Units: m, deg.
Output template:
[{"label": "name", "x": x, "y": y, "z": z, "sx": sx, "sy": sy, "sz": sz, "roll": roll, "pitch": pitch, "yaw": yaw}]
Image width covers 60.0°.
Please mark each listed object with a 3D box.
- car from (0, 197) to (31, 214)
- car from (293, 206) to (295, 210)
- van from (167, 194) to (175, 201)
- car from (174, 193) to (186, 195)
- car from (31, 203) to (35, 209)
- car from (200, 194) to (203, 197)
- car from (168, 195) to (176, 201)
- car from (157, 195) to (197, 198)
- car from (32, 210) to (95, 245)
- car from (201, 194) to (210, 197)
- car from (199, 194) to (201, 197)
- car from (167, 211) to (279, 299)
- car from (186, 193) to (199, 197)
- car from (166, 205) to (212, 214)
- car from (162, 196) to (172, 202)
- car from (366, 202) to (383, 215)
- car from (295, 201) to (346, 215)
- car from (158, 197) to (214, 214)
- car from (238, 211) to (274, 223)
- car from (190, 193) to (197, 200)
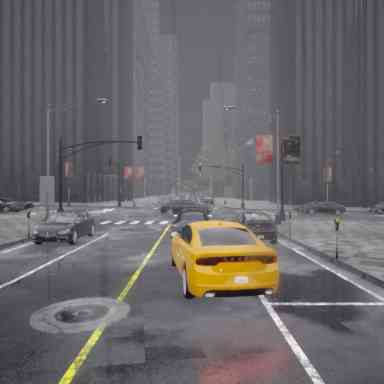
[{"label": "car", "x": -18.155, "y": 1.204, "z": 30.953, "sx": 4.892, "sy": 1.490, "sz": 1.837, "roll": 2, "pitch": 0, "yaw": 0}, {"label": "car", "x": 14.867, "y": 1.844, "z": 40.836, "sx": 4.674, "sy": 1.442, "sz": 1.812, "roll": 1, "pitch": 0, "yaw": 2}, {"label": "van", "x": -5.406, "y": 1.377, "z": 85.257, "sx": 1.690, "sy": 1.788, "sz": 3.998, "roll": 0, "pitch": 0, "yaw": 0}, {"label": "car", "x": -2.852, "y": 1.515, "z": 64.859, "sx": 2.128, "sy": 1.511, "sz": 4.902, "roll": 0, "pitch": 0, "yaw": 1}, {"label": "car", "x": -18.829, "y": 1.298, "z": 34.204, "sx": 4.718, "sy": 1.301, "sz": 1.895, "roll": 1, "pitch": 0, "yaw": 0}, {"label": "car", "x": 2.942, "y": 1.548, "z": 63.310, "sx": 1.752, "sy": 1.417, "sz": 4.829, "roll": 0, "pitch": 0, "yaw": 0}, {"label": "car", "x": -5.362, "y": 1.584, "z": 90.769, "sx": 1.887, "sy": 1.381, "sz": 4.507, "roll": 0, "pitch": 0, "yaw": 0}, {"label": "car", "x": -1.820, "y": 1.495, "z": 40.950, "sx": 1.882, "sy": 1.535, "sz": 5.008, "roll": 2, "pitch": 1, "yaw": 30}, {"label": "car", "x": -5.776, "y": 1.553, "z": 15.439, "sx": 2.008, "sy": 1.369, "sz": 4.403, "roll": 0, "pitch": 0, "yaw": 0}, {"label": "car", "x": 2.896, "y": 1.570, "z": 57.628, "sx": 2.008, "sy": 1.369, "sz": 4.403, "roll": 0, "pitch": 0, "yaw": 0}, {"label": "car", "x": 2.985, "y": 1.576, "z": 68.653, "sx": 2.008, "sy": 1.369, "sz": 4.403, "roll": 0, "pitch": 0, "yaw": 0}, {"label": "car", "x": 0.545, "y": 1.479, "z": 8.624, "sx": 1.882, "sy": 1.535, "sz": 5.008, "roll": 0, "pitch": 0, "yaw": -9}, {"label": "car", "x": 0.241, "y": 1.567, "z": 70.947, "sx": 2.033, "sy": 1.411, "sz": 5.357, "roll": 0, "pitch": 0, "yaw": 0}, {"label": "car", "x": 0.036, "y": 1.566, "z": 16.133, "sx": 1.994, "sy": 1.385, "sz": 4.181, "roll": 0, "pitch": 0, "yaw": 0}, {"label": "car", "x": -5.495, "y": 1.595, "z": 74.232, "sx": 1.947, "sy": 1.339, "sz": 4.313, "roll": 0, "pitch": 0, "yaw": 0}, {"label": "car", "x": 24.078, "y": 1.983, "z": 40.804, "sx": 4.902, "sy": 1.511, "sz": 2.128, "roll": 1, "pitch": 0, "yaw": 0}, {"label": "car", "x": 14.720, "y": 1.814, "z": 37.575, "sx": 4.892, "sy": 1.490, "sz": 1.837, "roll": 1, "pitch": 0, "yaw": 1}, {"label": "car", "x": -0.546, "y": 1.515, "z": 30.912, "sx": 4.892, "sy": 1.490, "sz": 1.837, "roll": 0, "pitch": 0, "yaw": 0}, {"label": "car", "x": 2.749, "y": 1.553, "z": 15.445, "sx": 2.008, "sy": 1.369, "sz": 4.403, "roll": 0, "pitch": 0, "yaw": 0}, {"label": "car", "x": 0.437, "y": 1.268, "z": 95.292, "sx": 2.150, "sy": 2.045, "sz": 5.566, "roll": 0, "pitch": 0, "yaw": 0}]
